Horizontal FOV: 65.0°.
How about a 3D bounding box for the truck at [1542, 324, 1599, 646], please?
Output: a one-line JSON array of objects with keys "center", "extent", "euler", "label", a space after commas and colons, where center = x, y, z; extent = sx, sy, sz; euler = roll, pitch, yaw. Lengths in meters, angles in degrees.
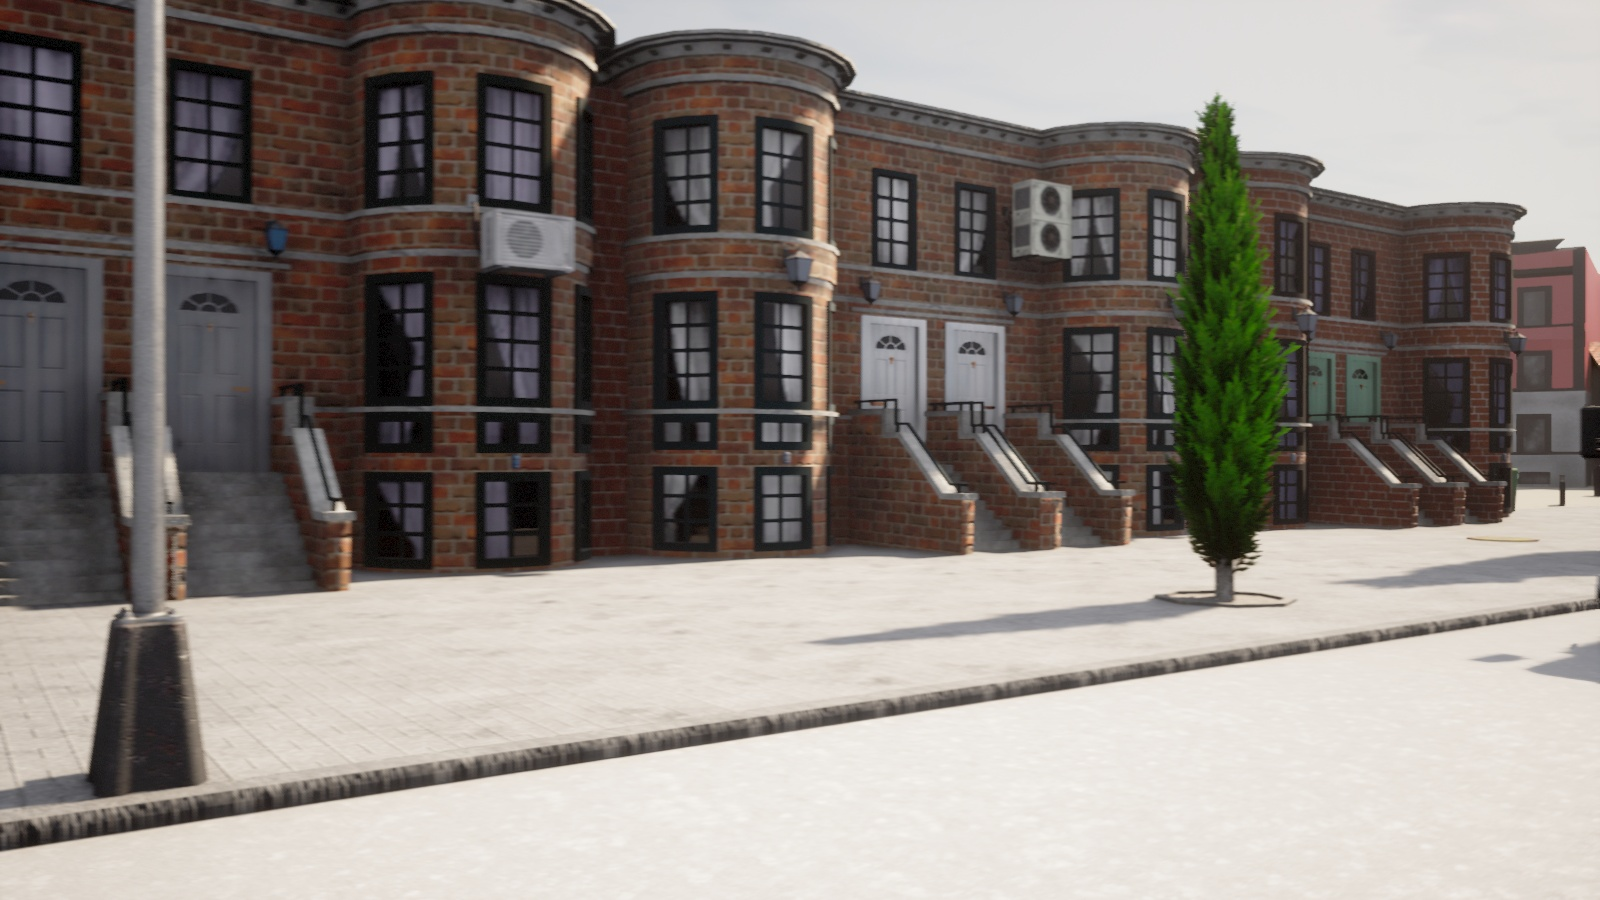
[{"center": [8.784, 0.265, 10.385], "extent": [5.204, 2.467, 2.627], "euler": [0, 0, -35], "label": "truck"}]
